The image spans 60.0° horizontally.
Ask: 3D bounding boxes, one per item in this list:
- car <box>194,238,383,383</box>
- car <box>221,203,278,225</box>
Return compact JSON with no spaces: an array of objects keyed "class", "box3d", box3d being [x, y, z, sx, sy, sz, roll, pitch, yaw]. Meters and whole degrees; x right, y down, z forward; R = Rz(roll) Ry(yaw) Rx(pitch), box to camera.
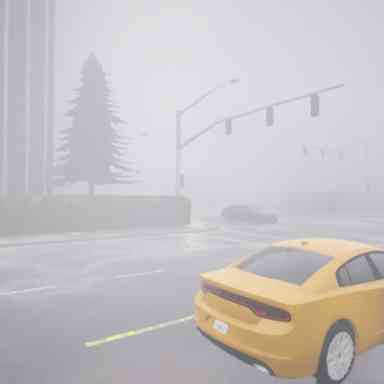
[{"class":"car","box3d":[2.369,1.517,5.479,5.008,1.535,1.882,1,0,-35]},{"class":"car","box3d":[4.346,1.666,25.586,1.882,1.535,5.008,1,1,-35]}]
